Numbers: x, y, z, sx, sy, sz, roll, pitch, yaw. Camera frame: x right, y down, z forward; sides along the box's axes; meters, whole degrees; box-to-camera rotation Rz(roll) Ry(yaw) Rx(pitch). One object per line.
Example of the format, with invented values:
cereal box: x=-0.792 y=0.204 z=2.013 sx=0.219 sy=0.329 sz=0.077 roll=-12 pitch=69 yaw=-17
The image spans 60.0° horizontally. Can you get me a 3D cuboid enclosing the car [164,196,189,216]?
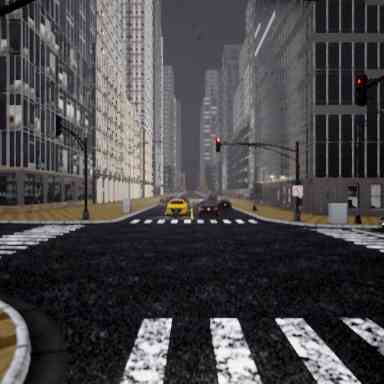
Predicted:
car: x=-1.477 y=1.487 z=33.403 sx=1.882 sy=1.535 sz=5.008 roll=0 pitch=0 yaw=0

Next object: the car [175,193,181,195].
car: x=-1.535 y=1.338 z=61.595 sx=2.097 sy=1.767 sz=4.553 roll=0 pitch=0 yaw=0

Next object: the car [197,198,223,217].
car: x=1.470 y=1.558 z=31.882 sx=2.033 sy=1.411 sz=5.357 roll=0 pitch=0 yaw=0

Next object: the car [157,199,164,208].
car: x=-3.995 y=1.582 z=47.398 sx=1.802 sy=1.307 sz=4.206 roll=0 pitch=0 yaw=0

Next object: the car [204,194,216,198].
car: x=3.826 y=1.299 z=64.008 sx=2.192 sy=1.841 sz=5.009 roll=0 pitch=0 yaw=0

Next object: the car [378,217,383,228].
car: x=14.221 y=1.781 z=20.661 sx=4.892 sy=1.490 sz=1.837 roll=1 pitch=0 yaw=-3

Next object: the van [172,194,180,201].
van: x=-4.133 y=1.296 z=86.091 sx=1.690 sy=1.788 sz=3.998 roll=0 pitch=0 yaw=0

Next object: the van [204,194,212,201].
van: x=3.767 y=1.304 z=80.591 sx=1.690 sy=1.788 sz=3.998 roll=0 pitch=0 yaw=0

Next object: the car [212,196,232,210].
car: x=3.954 y=1.570 z=41.900 sx=1.947 sy=1.339 sz=4.313 roll=0 pitch=0 yaw=0

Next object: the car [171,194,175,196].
car: x=-4.054 y=1.550 z=63.981 sx=1.947 sy=1.339 sz=4.313 roll=0 pitch=0 yaw=0

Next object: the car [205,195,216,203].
car: x=3.806 y=1.417 z=69.537 sx=1.967 sy=1.590 sz=4.097 roll=0 pitch=0 yaw=0

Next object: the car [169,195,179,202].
car: x=-4.094 y=1.410 z=75.036 sx=1.967 sy=1.590 sz=4.097 roll=0 pitch=0 yaw=0

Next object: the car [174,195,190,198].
car: x=-1.509 y=1.529 z=44.125 sx=1.812 sy=1.442 sz=4.674 roll=0 pitch=0 yaw=0

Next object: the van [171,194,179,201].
van: x=-4.114 y=1.304 z=80.563 sx=1.690 sy=1.788 sz=3.998 roll=0 pitch=0 yaw=0
